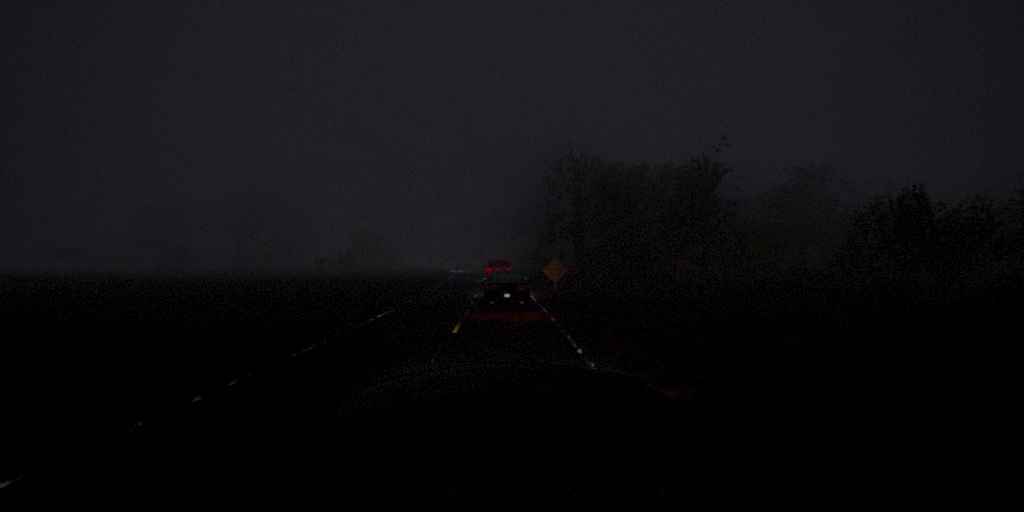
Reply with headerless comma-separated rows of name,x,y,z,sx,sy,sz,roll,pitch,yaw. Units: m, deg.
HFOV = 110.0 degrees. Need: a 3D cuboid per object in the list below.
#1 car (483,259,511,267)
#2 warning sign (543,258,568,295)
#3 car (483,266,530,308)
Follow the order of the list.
car,-1.208,1.268,29.576,2.150,2.045,5.566,0,0,-5
warning sign,2.235,1.043,18.578,1.300,1.860,1.060,0,0,-3
car,-0.294,1.380,16.205,1.882,1.535,5.008,0,0,-2
